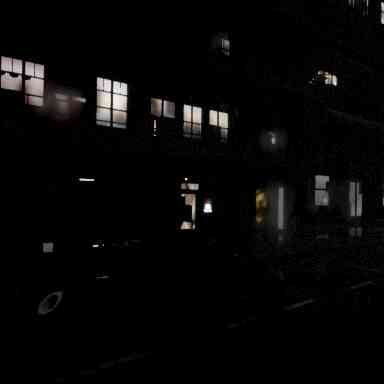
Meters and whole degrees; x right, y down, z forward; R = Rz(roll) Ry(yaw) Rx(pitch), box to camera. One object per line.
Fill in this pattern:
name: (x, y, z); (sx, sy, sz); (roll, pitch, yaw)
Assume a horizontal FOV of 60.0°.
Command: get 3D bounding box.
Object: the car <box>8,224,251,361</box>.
car: (-0.928, 1.441, 5.886); (4.097, 1.590, 1.967); (0, 1, -36)
